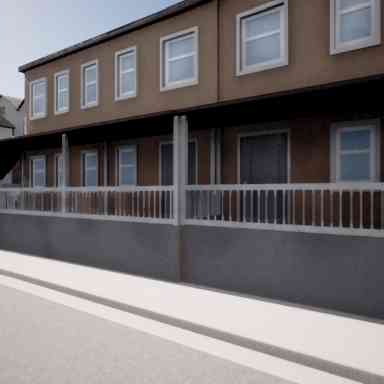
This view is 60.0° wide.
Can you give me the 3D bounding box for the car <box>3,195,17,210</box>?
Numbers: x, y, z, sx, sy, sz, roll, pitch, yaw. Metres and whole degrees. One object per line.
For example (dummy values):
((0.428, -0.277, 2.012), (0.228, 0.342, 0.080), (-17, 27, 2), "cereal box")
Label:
((-15.560, 1.057, 28.146), (1.994, 1.385, 4.181), (0, 14, 35), "car")
